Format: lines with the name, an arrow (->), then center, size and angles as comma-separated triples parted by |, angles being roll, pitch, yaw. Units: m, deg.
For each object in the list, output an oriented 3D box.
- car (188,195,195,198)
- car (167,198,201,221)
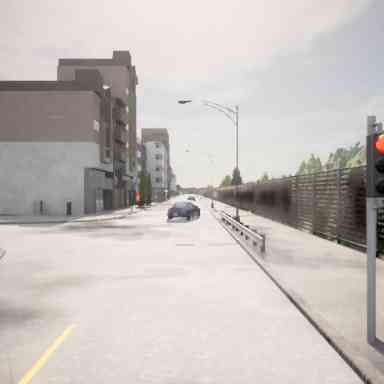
car -> -0.115, 1.515, 77.482 | 1.812, 1.442, 4.674 | 0, 0, 0
car -> -0.615, 1.522, 27.309 | 1.812, 1.442, 4.674 | 1, 0, 16
